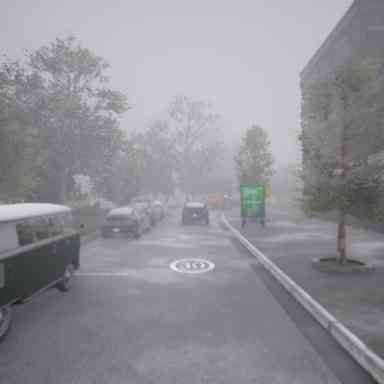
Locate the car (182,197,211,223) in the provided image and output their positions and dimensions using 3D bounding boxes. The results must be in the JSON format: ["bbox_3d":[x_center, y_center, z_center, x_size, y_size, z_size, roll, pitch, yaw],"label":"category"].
[{"bbox_3d":[0.300,1.434,25.125,1.882,1.535,5.008,0,0,2],"label":"car"}]

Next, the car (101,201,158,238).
[{"bbox_3d":[-3.397,1.481,17.744,2.231,1.521,4.892,0,0,2],"label":"car"}]

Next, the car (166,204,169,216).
[{"bbox_3d":[-3.151,1.452,29.155,2.097,1.535,5.008,0,0,2],"label":"car"}]

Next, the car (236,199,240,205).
[{"bbox_3d":[6.870,1.651,55.446,2.097,1.535,5.008,-3,-4,36],"label":"car"}]

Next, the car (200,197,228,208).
[{"bbox_3d":[3.430,1.579,50.701,2.231,1.521,4.892,-2,-1,29],"label":"car"}]

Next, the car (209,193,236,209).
[{"bbox_3d":[3.600,1.132,42.420,2.150,2.045,5.566,-2,-1,20],"label":"car"}]

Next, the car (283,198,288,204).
[{"bbox_3d":[19.165,1.918,67.047,4.892,1.521,2.231,1,-4,-32],"label":"car"}]

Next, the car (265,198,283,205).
[{"bbox_3d":[14.512,1.858,63.686,5.008,1.535,2.097,1,-4,-40],"label":"car"}]

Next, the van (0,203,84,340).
[{"bbox_3d":[-3.624,1.259,6.491,1.878,1.987,4.442,1,0,2],"label":"van"}]

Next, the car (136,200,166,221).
[{"bbox_3d":[-3.394,1.339,23.452,2.185,1.767,4.553,-1,1,2],"label":"car"}]
